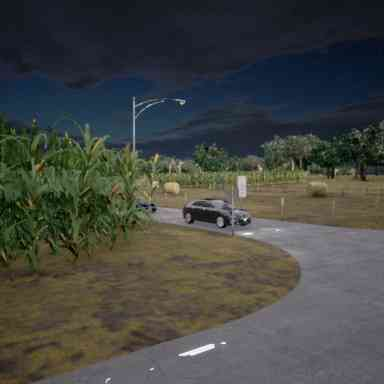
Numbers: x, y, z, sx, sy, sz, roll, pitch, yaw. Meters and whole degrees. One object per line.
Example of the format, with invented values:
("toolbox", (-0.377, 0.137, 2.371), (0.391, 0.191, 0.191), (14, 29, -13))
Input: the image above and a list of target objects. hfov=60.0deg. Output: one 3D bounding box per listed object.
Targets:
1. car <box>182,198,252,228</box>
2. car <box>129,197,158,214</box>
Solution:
("car", (1.338, 1.163, 19.417), (1.837, 1.490, 4.892), (-1, 2, -37))
("car", (-4.669, 1.065, 27.798), (1.895, 1.301, 4.718), (-1, 2, -35))
